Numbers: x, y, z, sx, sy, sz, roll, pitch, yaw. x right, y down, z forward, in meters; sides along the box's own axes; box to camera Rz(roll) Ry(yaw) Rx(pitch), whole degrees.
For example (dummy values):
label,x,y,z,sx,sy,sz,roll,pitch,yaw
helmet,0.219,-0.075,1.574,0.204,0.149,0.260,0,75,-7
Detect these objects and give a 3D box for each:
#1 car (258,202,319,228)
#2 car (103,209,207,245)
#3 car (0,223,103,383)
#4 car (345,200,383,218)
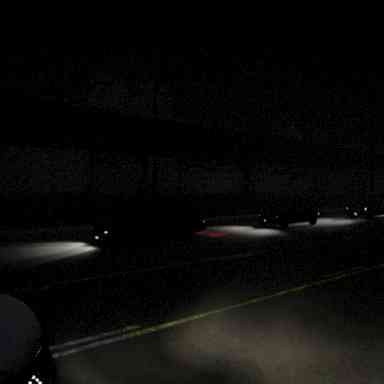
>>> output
label,x,y,z,sx,sy,sz,roll,pitch,yaw
car,6.279,1.410,21.326,4.674,1.442,1.812,-1,0,-35
car,-1.845,1.515,15.570,5.357,1.411,2.033,-1,0,-35
car,-3.450,1.227,1.290,5.566,2.045,2.150,0,0,-35
car,14.541,1.360,27.140,4.718,1.301,1.895,-1,1,-35
